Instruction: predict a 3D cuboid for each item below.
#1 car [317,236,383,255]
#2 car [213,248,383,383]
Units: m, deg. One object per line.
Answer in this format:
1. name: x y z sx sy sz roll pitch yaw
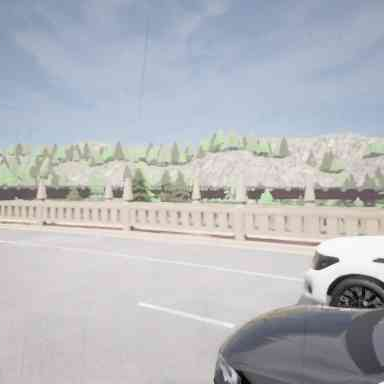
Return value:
1. car: 4.595 1.195 4.872 5.566 2.045 2.150 0 0 36
2. car: 2.413 1.479 2.101 4.902 1.511 2.128 0 0 36
